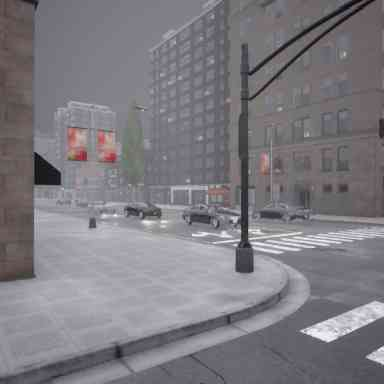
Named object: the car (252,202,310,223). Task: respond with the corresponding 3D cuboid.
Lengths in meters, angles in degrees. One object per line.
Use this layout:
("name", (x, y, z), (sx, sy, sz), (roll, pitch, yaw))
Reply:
("car", (6.881, 1.566, 26.136), (2.128, 1.511, 4.902), (0, 0, -36))

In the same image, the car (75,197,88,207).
("car", (-17.555, 1.773, 54.590), (1.994, 1.385, 4.181), (0, 0, -36))

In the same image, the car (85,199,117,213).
("car", (-10.496, 1.741, 38.857), (1.895, 1.301, 4.718), (0, 0, -36))

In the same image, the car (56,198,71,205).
("car", (-25.225, 1.803, 65.260), (2.033, 1.411, 5.357), (0, 0, -36))

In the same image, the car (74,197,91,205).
("car", (-21.850, 1.760, 66.140), (1.837, 1.490, 4.892), (0, 0, -36))

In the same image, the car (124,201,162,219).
("car", (-4.593, 1.579, 30.623), (1.882, 1.535, 5.008), (0, 0, -35))

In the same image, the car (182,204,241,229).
("car", (1.231, 1.554, 22.513), (2.128, 1.511, 4.902), (0, 0, -36))
